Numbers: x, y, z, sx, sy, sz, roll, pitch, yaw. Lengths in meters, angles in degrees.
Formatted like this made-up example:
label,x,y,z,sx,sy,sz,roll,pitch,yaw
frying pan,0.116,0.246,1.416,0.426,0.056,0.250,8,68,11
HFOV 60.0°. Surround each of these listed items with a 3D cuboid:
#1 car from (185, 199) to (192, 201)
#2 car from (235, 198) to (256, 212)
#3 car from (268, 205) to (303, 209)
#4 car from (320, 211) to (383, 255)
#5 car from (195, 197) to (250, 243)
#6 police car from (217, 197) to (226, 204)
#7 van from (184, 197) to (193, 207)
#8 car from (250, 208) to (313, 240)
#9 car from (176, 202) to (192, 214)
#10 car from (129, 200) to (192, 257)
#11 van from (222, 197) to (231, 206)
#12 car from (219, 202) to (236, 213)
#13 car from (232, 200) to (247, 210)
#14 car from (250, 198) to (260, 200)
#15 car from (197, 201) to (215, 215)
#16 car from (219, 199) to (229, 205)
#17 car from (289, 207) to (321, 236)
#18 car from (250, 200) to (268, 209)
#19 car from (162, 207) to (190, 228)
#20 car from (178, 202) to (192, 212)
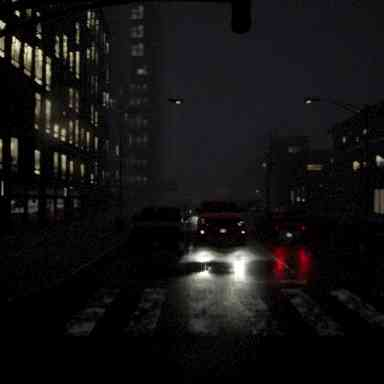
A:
label,x,y,z,sx,sy,sz,roll,pitch,yaw
car,-1.076,1.753,30.327,1.967,1.590,4.097,1,-1,0
car,7.441,1.793,46.900,2.192,1.841,5.009,1,-1,0
car,7.259,1.677,24.714,1.967,1.590,4.097,1,-1,0
car,7.168,1.655,13.620,1.887,1.381,4.507,1,-1,0
car,1.398,1.384,17.421,2.150,2.045,5.566,0,-1,0
police car,8.092,2.332,90.764,1.930,1.638,5.238,0,-1,0
van,-0.759,2.056,69.151,1.690,1.788,3.998,1,-1,0
car,4.626,1.765,17.985,1.895,1.301,4.718,0,-1,0
car,-0.988,2.015,41.416,1.802,1.307,4.206,1,-1,0
car,-1.210,1.439,13.691,2.192,1.841,5.009,1,-1,0
van,7.665,2.096,74.630,1.690,1.788,3.998,1,-1,0
car,4.782,2.067,45.312,1.895,1.301,4.718,0,-1,1
car,7.485,2.063,52.614,1.752,1.417,4.829,1,-1,0
car,7.396,1.735,41.352,2.192,1.841,5.009,1,-1,0
car,1.610,1.905,39.954,2.128,1.511,4.902,0,-1,1
car,7.708,2.374,80.174,1.947,1.339,4.313,1,-1,0
car,7.212,1.756,19.165,1.802,1.307,4.206,1,-1,0
car,7.348,1.911,35.804,2.008,1.369,4.403,1,-1,0
car,-1.123,1.832,24.780,1.802,1.307,4.206,1,-1,0
car,-0.942,2.074,46.964,1.802,1.307,4.206,1,-1,0
